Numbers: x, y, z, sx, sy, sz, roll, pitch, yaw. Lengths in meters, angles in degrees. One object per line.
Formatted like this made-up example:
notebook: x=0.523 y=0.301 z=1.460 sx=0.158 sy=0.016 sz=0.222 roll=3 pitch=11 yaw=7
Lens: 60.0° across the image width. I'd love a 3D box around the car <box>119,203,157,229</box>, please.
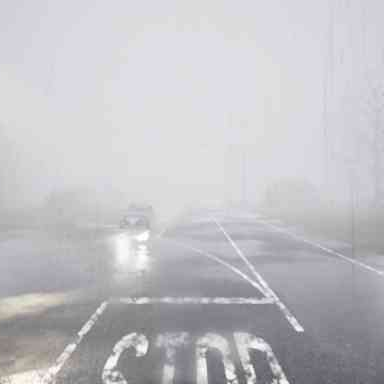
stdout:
car: x=-3.415 y=1.505 z=21.560 sx=2.128 sy=1.511 sz=4.902 roll=0 pitch=0 yaw=0
